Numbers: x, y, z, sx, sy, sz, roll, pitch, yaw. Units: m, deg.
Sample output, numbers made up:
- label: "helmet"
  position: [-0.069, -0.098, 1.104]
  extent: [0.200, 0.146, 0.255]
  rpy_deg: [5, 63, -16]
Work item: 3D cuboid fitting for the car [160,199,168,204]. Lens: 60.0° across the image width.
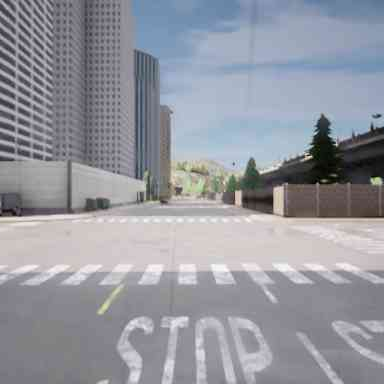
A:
- label: "car"
  position: [-7.009, 2.366, 83.341]
  extent: [1.895, 1.301, 4.718]
  rpy_deg: [0, -1, 0]
